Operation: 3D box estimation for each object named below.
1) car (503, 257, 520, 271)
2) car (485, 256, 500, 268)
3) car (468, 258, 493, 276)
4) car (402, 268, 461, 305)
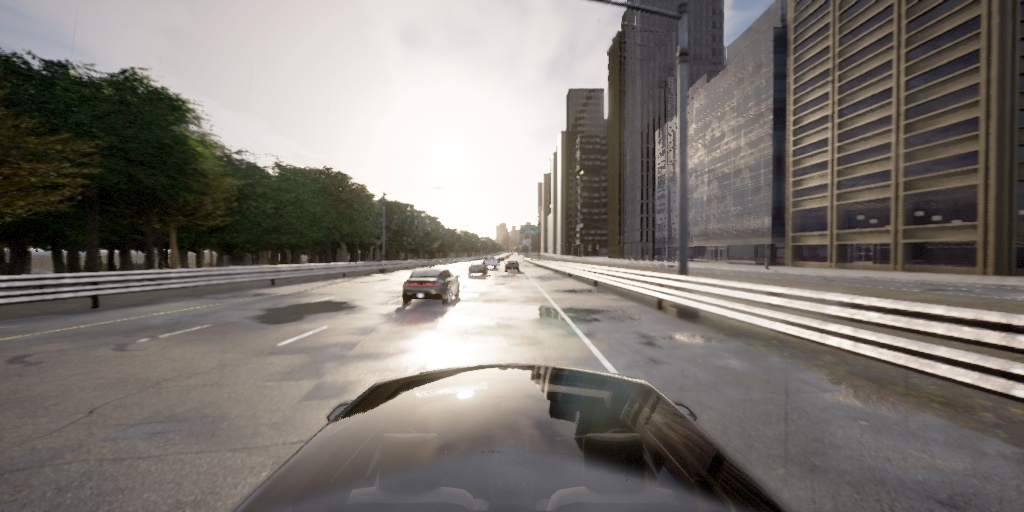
[{"bbox_3d":[0.016,1.299,48.784,1.837,1.490,4.892,0,0,0],"label":"car"},{"bbox_3d":[-3.642,1.028,60.532,2.150,2.045,5.566,0,0,0],"label":"car"},{"bbox_3d":[-3.547,1.276,38.139,2.128,1.511,4.902,0,0,0],"label":"car"},{"bbox_3d":[-3.502,1.266,16.144,1.837,1.490,4.892,0,0,0],"label":"car"}]
